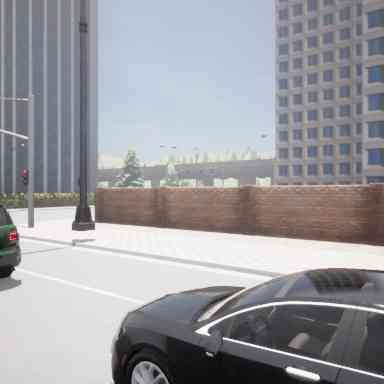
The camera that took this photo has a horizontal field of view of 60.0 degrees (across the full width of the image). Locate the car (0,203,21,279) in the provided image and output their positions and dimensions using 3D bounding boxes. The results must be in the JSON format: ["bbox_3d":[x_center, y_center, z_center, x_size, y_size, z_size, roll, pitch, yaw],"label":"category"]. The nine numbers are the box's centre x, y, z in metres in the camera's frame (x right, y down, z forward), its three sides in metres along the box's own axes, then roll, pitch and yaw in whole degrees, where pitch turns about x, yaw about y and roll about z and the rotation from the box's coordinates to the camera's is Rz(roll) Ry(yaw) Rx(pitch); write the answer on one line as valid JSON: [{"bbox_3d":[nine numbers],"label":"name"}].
[{"bbox_3d":[-6.748,1.221,8.791,5.566,2.045,2.150,0,0,35],"label":"car"}]

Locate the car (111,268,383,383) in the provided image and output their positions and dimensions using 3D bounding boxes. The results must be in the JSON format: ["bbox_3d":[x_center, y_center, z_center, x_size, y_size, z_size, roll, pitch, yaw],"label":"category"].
[{"bbox_3d":[1.328,1.505,3.046,4.892,1.490,1.837,0,0,36],"label":"car"}]
